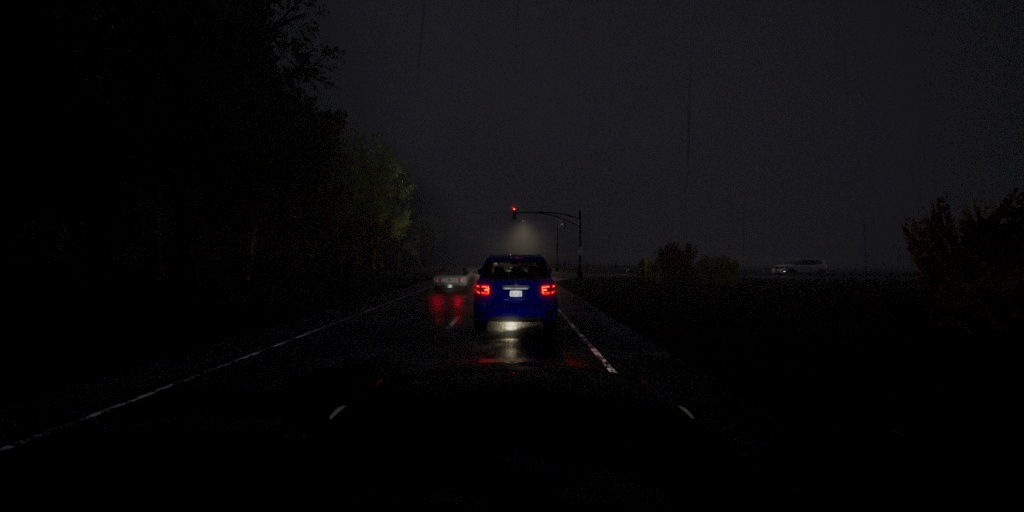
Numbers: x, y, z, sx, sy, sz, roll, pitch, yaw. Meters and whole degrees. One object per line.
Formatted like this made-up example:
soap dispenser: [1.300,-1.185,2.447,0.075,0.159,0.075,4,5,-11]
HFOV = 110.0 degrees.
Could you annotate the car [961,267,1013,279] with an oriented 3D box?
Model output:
car: [52.069,1.880,38.649,4.181,1.385,1.994,1,-1,1]

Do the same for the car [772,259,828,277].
car: [33.987,1.401,42.343,5.566,2.045,2.150,1,-1,0]

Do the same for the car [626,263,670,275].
car: [16.075,1.489,42.483,4.892,1.490,1.837,1,-1,2]

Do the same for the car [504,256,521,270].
car: [0.005,0.979,54.579,2.150,2.045,5.566,-1,0,-5]

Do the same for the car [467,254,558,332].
car: [0.090,0.974,11.059,2.150,2.045,5.566,0,0,0]

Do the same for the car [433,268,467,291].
car: [-3.425,1.355,21.953,1.895,1.301,4.718,0,0,0]

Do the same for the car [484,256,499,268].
car: [-3.477,0.977,61.663,2.150,2.045,5.566,0,0,0]
